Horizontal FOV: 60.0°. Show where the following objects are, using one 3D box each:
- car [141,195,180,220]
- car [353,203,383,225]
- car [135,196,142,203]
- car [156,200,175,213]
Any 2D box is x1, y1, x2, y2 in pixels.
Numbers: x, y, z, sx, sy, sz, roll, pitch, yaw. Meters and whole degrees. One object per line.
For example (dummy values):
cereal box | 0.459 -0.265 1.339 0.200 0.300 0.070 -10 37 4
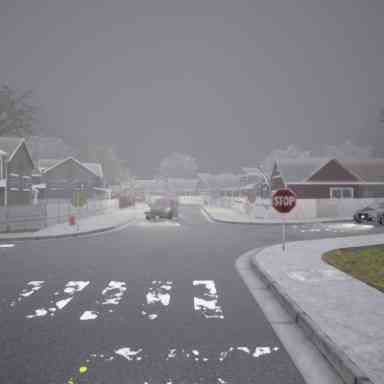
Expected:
car | -2.468 1.374 27.861 2.097 1.767 4.553 0 0 6
car | 13.021 1.432 22.679 4.181 1.385 1.994 -1 0 -25
car | -12.144 1.684 75.582 1.882 1.535 5.008 0 -1 -24
car | -3.014 1.639 38.625 1.895 1.301 4.718 0 0 0
